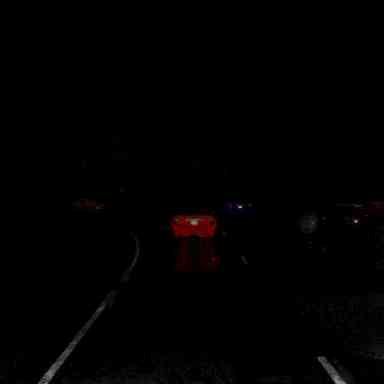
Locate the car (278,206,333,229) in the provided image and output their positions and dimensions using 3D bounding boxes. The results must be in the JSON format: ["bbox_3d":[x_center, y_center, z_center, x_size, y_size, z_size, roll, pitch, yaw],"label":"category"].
[{"bbox_3d":[7.095,1.600,21.740,1.895,1.301,4.718,0,0,0],"label":"car"}]

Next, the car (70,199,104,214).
[{"bbox_3d":[-11.401,1.475,35.942,5.008,1.535,1.882,0,-1,44],"label":"car"}]

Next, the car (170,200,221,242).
[{"bbox_3d":[0.094,1.351,16.483,2.097,1.767,4.553,0,0,0],"label":"car"}]

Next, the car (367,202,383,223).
[{"bbox_3d":[14.094,1.477,25.397,1.882,1.535,5.008,0,0,0],"label":"car"}]

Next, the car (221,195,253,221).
[{"bbox_3d":[3.593,1.220,27.576,2.150,2.045,5.566,0,0,0],"label":"car"}]

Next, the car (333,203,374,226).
[{"bbox_3d":[10.593,1.600,23.701,1.895,1.301,4.718,0,0,0],"label":"car"}]
